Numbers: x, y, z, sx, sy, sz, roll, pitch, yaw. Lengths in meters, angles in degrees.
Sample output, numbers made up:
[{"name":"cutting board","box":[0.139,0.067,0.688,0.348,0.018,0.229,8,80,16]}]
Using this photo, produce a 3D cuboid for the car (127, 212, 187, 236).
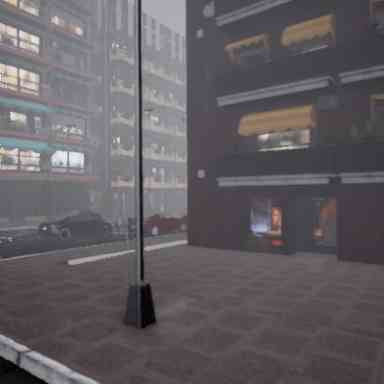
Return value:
[{"name":"car","box":[-2.132,1.951,21.179,1.887,1.381,4.507,-2,-2,35]}]

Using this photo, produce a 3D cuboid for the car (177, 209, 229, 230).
[{"name":"car","box":[0.934,2.043,25.528,1.947,1.339,4.313,-2,-2,35]}]

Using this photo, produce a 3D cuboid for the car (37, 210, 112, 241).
[{"name":"car","box":[-6.696,1.940,19.352,1.994,1.385,4.181,-1,-1,35]}]

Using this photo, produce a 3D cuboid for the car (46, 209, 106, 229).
[{"name":"car","box":[-8.954,2.063,25.987,1.802,1.307,4.206,-2,-2,35]}]
